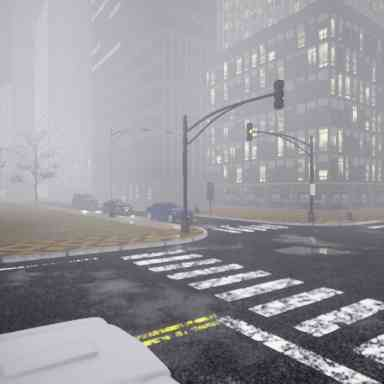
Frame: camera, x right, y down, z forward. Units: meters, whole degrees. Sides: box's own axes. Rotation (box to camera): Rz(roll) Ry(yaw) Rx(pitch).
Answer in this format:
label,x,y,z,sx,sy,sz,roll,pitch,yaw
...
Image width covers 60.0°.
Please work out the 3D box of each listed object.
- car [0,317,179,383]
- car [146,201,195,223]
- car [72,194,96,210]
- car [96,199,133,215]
label,x,y,z,sx,sy,sz,roll,pitch,yaw
car,-2.274,1.601,1.821,4.718,1.301,1.895,0,0,-36
car,-1.777,1.481,25.795,1.882,1.535,5.008,0,0,-36
car,-13.838,1.224,42.899,2.150,2.045,5.566,0,0,-35
car,-7.752,1.494,34.257,2.128,1.511,4.902,0,0,-35
